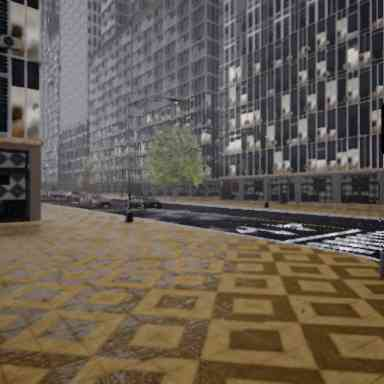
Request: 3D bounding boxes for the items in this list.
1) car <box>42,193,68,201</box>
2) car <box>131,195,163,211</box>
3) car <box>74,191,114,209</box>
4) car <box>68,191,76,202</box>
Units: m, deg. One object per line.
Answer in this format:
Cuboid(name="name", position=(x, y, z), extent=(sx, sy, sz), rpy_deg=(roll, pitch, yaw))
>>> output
Cuboid(name="car", position=(-19.587, 0.290, 46.570), extent=(2.033, 1.411, 5.357), rpy_deg=(0, 1, -38))
Cuboid(name="car", position=(-4.607, 1.024, 32.564), extent=(1.994, 1.385, 4.181), rpy_deg=(0, 1, -38))
Cuboid(name="car", position=(-9.895, 0.935, 34.038), extent=(2.033, 1.411, 5.357), rpy_deg=(0, 1, -38))
Cuboid(name="car", position=(-17.005, 0.625, 48.544), extent=(1.812, 1.442, 4.674), rpy_deg=(0, 1, -38))
